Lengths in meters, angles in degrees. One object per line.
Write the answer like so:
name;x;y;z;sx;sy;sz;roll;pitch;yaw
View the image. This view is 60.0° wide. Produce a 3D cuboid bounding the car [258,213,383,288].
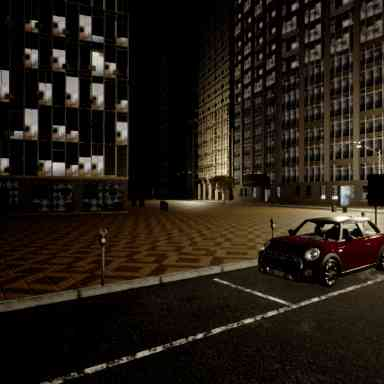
car;3.710;1.439;9.208;4.097;1.590;1.967;0;0;-36
